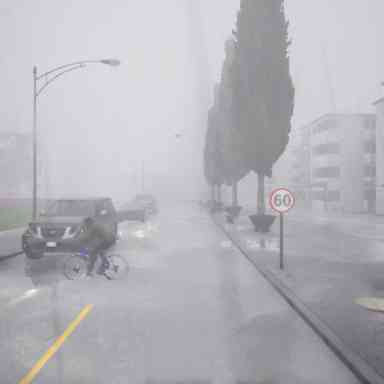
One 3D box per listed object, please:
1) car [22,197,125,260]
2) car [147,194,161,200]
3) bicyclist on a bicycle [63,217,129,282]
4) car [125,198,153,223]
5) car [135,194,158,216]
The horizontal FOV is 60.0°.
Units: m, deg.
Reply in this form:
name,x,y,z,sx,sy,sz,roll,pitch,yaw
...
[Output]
name,x,y,z,sx,sy,sz,roll,pitch,yaw
car,-4.313,1.220,12.840,2.150,2.045,5.566,0,0,-1
car,-10.655,1.412,92.740,3.633,1.501,1.845,0,0,-1
bicyclist on a bicycle,-2.410,1.452,8.318,1.656,1.620,0.582,-1,0,-1
car,-4.445,1.478,26.098,1.882,1.535,5.008,0,0,-1
car,-4.596,1.221,32.584,2.150,2.045,5.566,0,0,0
